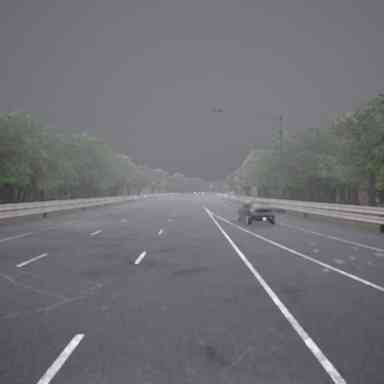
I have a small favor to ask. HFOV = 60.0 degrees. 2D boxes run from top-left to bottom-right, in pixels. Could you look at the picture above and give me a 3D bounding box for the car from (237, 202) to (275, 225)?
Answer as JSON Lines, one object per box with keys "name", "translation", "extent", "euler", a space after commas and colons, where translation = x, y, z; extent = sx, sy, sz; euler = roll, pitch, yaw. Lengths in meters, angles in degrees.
{"name": "car", "translation": [4.507, 1.495, 23.899], "extent": [1.837, 1.490, 4.892], "euler": [0, 0, -4]}
